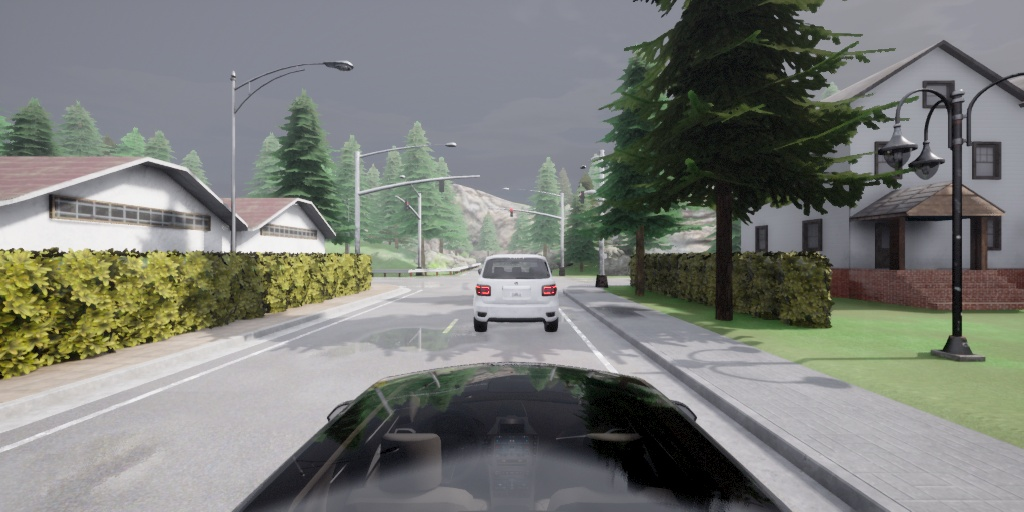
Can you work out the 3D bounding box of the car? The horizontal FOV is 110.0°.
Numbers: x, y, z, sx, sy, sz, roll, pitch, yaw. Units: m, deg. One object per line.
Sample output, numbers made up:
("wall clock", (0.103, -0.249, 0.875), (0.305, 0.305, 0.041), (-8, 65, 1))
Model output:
("car", (0.104, 0.971, 10.964), (2.150, 2.045, 5.566), (0, 0, 0))
